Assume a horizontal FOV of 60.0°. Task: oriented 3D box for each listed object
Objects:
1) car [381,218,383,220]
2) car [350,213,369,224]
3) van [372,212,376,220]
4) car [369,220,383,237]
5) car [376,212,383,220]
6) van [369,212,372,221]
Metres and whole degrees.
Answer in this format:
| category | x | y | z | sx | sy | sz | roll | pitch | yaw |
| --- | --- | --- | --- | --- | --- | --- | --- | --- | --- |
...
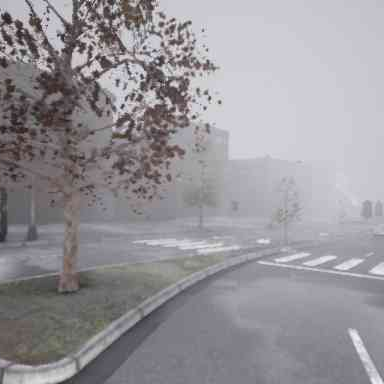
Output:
| category | x | y | z | sx | sy | sz | roll | pitch | yaw |
| --- | --- | --- | --- | --- | --- | --- | --- | --- | --- |
| car | 26.286 | 4.464 | 43.094 | 2.128 | 1.511 | 4.902 | 0 | -2 | 37 |
| car | 32.276 | 5.063 | 64.955 | 2.435 | 2.045 | 5.566 | 1 | -2 | 37 |
| van | 38.852 | 5.553 | 73.765 | 1.878 | 1.987 | 4.442 | 0 | -2 | 37 |
| car | 20.129 | 4.009 | 34.680 | 1.812 | 1.442 | 4.674 | 0 | -3 | 37 |
| car | 45.535 | 5.986 | 82.718 | 2.435 | 2.045 | 5.566 | 0 | -2 | 37 |
| van | 35.536 | 5.320 | 69.325 | 1.878 | 1.987 | 4.442 | 0 | -2 | 37 |
